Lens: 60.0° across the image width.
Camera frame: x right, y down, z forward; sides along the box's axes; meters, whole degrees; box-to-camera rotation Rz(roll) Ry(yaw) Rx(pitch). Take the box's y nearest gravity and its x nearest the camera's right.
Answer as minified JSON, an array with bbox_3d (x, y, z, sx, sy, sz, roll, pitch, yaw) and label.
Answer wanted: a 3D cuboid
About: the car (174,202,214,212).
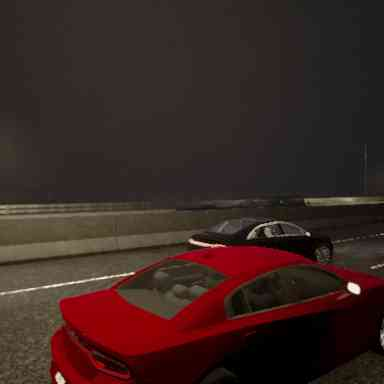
[{"bbox_3d":[0.737,1.578,30.308,4.718,1.301,1.895,0,0,-35],"label":"car"}]

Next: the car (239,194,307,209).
[{"bbox_3d":[6.626,1.196,25.910,5.566,2.045,2.150,0,0,-35],"label":"car"}]

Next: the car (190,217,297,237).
[{"bbox_3d":[2.106,1.483,9.545,4.902,1.511,2.128,0,0,-35],"label":"car"}]

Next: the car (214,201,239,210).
[{"bbox_3d":[4.676,1.465,28.816,4.902,1.511,2.128,0,0,-35],"label":"car"}]

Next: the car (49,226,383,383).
[{"bbox_3d":[0.862,1.474,4.360,5.008,1.535,1.882,0,0,-35],"label":"car"}]
